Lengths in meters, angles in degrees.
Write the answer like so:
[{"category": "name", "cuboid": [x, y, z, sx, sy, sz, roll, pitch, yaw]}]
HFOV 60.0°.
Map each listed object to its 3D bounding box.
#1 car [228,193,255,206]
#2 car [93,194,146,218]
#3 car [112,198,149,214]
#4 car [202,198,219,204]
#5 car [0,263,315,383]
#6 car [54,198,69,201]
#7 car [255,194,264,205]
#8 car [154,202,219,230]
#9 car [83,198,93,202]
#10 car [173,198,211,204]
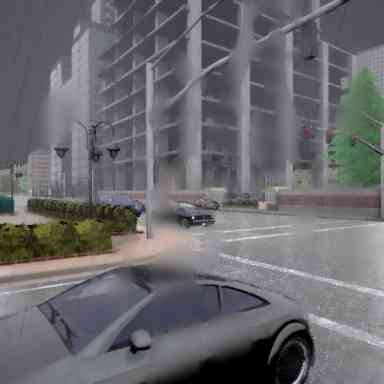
[{"category": "car", "cuboid": [7.110, 1.114, 50.663, 1.905, 1.878, 3.866, 0, 0, -36]}, {"category": "car", "cuboid": [-6.367, 1.165, 28.923, 2.150, 2.045, 5.566, 0, 0, -36]}, {"category": "car", "cuboid": [-6.638, 1.422, 35.255, 1.882, 1.535, 5.008, 0, 0, -36]}, {"category": "car", "cuboid": [0.980, 1.436, 36.988, 2.128, 1.511, 4.902, 0, 0, -36]}, {"category": "car", "cuboid": [-0.578, 1.564, 3.582, 4.181, 1.385, 1.994, 0, 0, -36]}, {"category": "car", "cuboid": [-17.257, 1.492, 43.941, 2.033, 1.411, 5.357, 0, 0, -36]}, {"category": "car", "cuboid": [9.500, 1.114, 52.377, 1.905, 1.878, 3.866, 0, 0, -36]}, {"category": "car", "cuboid": [-0.613, 1.545, 21.002, 1.895, 1.301, 4.718, 0, 0, -36]}, {"category": "car", "cuboid": [-12.774, 1.492, 43.706, 2.033, 1.411, 5.357, 0, 0, -36]}, {"category": "car", "cuboid": [-0.807, 1.470, 27.224, 1.812, 1.442, 4.674, 0, 0, -36]}]
